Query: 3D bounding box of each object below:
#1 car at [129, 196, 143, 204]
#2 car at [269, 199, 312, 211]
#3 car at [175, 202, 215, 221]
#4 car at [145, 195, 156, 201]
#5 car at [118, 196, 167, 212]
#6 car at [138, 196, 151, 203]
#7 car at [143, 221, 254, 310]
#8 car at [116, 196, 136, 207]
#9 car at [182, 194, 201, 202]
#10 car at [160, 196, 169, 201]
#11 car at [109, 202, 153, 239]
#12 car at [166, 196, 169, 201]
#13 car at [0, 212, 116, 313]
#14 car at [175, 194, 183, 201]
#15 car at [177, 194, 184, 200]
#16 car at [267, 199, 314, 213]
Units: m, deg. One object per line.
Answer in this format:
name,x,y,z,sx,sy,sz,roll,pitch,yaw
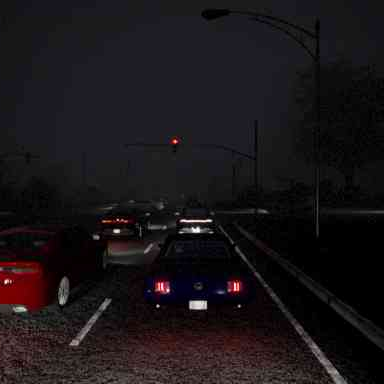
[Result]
car,-10.403,1.525,62.450,1.812,1.442,4.674,0,0,0
car,11.704,1.526,39.778,4.674,1.442,1.812,0,0,3
car,0.150,1.491,17.040,2.128,1.511,4.902,0,0,-1
car,-10.299,1.540,82.841,2.033,1.411,5.357,0,0,0
car,-5.514,1.525,37.276,4.674,1.442,1.812,0,0,3
car,-10.326,1.540,72.537,2.033,1.411,5.357,0,0,0
car,0.118,1.601,7.778,1.895,1.301,4.718,0,0,0
car,-10.486,1.491,53.185,2.128,1.511,4.902,0,0,1
car,0.162,1.506,47.906,1.837,1.490,4.892,-3,0,-7
car,-6.798,1.595,83.208,1.895,1.301,4.718,0,0,0
car,-3.359,1.505,17.303,1.837,1.490,4.892,0,0,0
car,-6.824,1.478,73.225,1.882,1.535,5.008,0,0,0
car,-3.383,1.478,7.805,1.882,1.535,5.008,0,0,0
car,-3.292,1.532,84.663,2.033,1.411,5.357,0,0,0
car,-3.226,1.327,95.071,1.882,1.535,5.008,0,0,1
car,10.624,1.601,36.334,4.718,1.301,1.895,0,0,3
